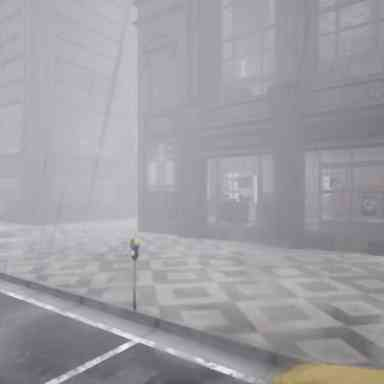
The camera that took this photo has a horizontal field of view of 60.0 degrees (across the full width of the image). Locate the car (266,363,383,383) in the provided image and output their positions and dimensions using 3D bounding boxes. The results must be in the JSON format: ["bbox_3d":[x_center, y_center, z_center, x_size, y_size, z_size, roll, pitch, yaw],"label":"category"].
[{"bbox_3d":[2.365,1.526,1.277,4.829,1.417,1.752,0,0,36],"label":"car"}]
